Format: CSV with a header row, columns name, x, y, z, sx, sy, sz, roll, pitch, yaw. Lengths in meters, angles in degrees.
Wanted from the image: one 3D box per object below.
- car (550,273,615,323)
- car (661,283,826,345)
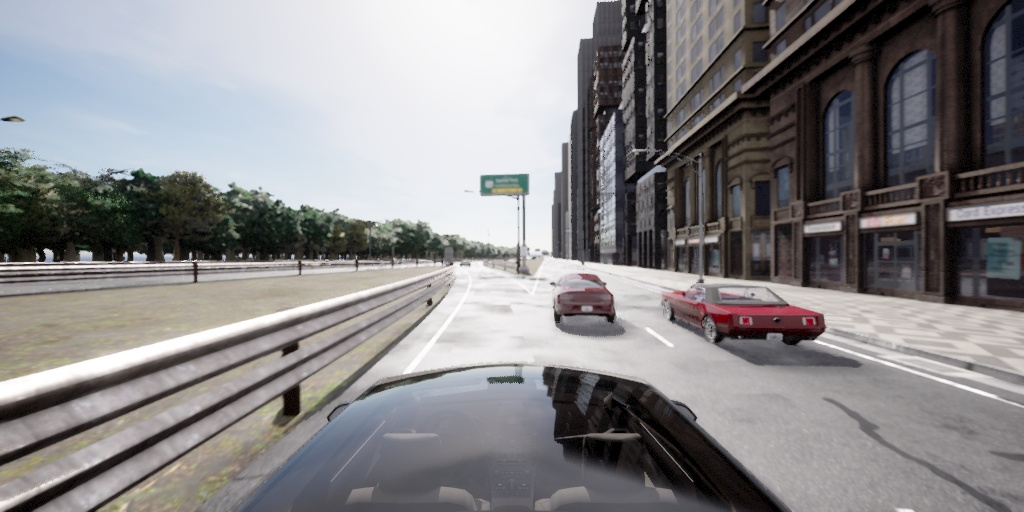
name,x,y,z,sx,sy,sz,roll,pitch,yaw
car,2.303,1.310,12.289,1.812,1.442,4.674,0,0,5
car,5.560,1.361,9.511,1.895,1.301,4.718,0,0,5
